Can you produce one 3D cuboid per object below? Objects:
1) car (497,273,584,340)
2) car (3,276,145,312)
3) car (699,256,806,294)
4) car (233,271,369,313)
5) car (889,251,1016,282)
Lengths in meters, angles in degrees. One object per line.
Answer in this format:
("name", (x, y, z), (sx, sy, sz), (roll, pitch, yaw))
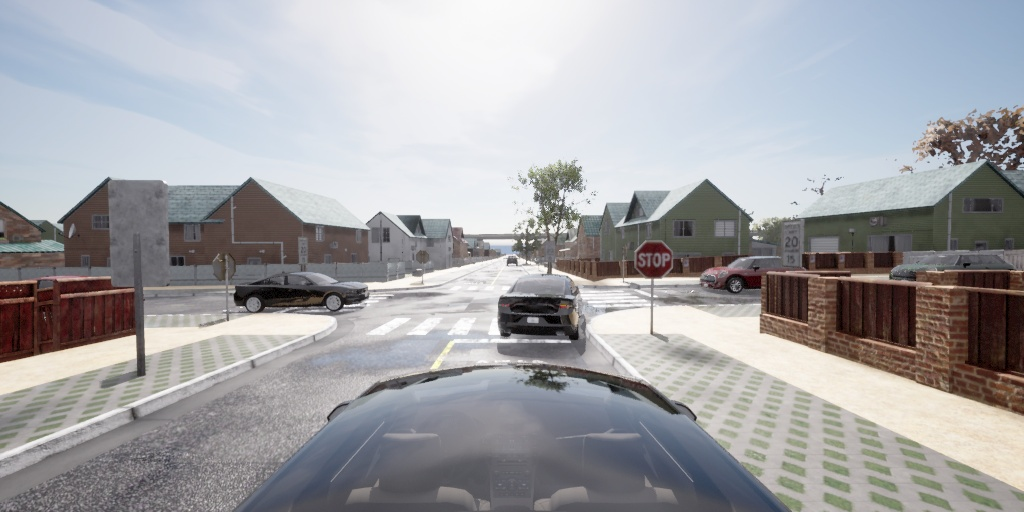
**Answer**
("car", (0.962, 1.224, 10.107), (1.882, 1.535, 5.008), (0, 0, 12))
("car", (-18.015, 1.547, 14.581), (5.008, 1.535, 1.882), (-1, 2, 0))
("car", (11.815, 0.820, 17.712), (4.553, 1.767, 2.097), (-1, 2, 0))
("car", (-8.462, 1.377, 14.639), (5.008, 1.535, 1.882), (-1, 2, 0))
("car", (21.709, 0.646, 17.778), (4.553, 1.767, 2.097), (-1, 2, 0))
